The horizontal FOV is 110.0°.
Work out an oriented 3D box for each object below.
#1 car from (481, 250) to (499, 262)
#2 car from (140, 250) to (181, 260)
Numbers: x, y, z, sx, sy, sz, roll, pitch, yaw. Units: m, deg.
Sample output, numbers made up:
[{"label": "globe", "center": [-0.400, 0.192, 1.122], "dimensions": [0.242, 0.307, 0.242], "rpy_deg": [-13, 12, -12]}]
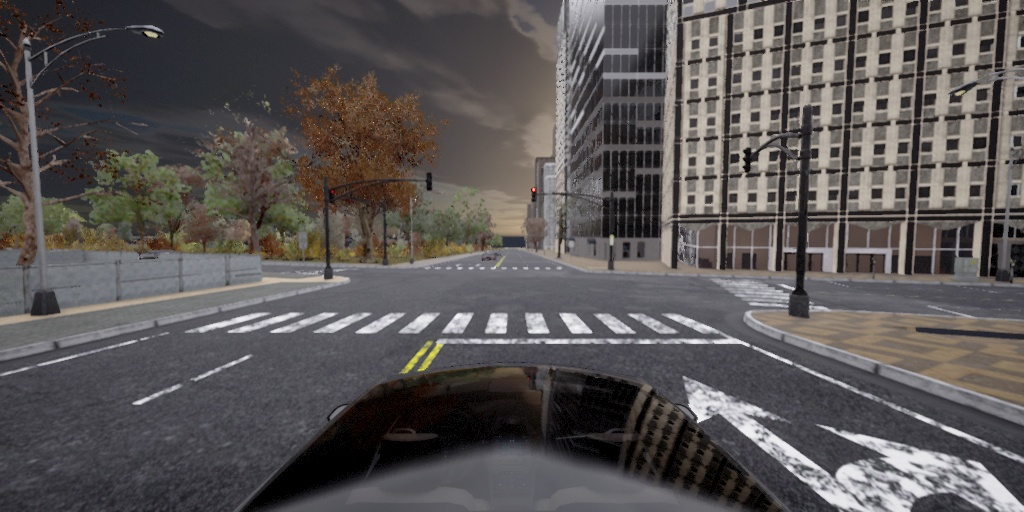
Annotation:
[{"label": "car", "center": [-3.181, 0.063, 50.019], "dimensions": [1.994, 1.385, 4.181], "rpy_deg": [0, 2, 0]}, {"label": "car", "center": [-31.604, 0.192, 32.691], "dimensions": [4.902, 1.511, 2.128], "rpy_deg": [1, 3, 21]}]
